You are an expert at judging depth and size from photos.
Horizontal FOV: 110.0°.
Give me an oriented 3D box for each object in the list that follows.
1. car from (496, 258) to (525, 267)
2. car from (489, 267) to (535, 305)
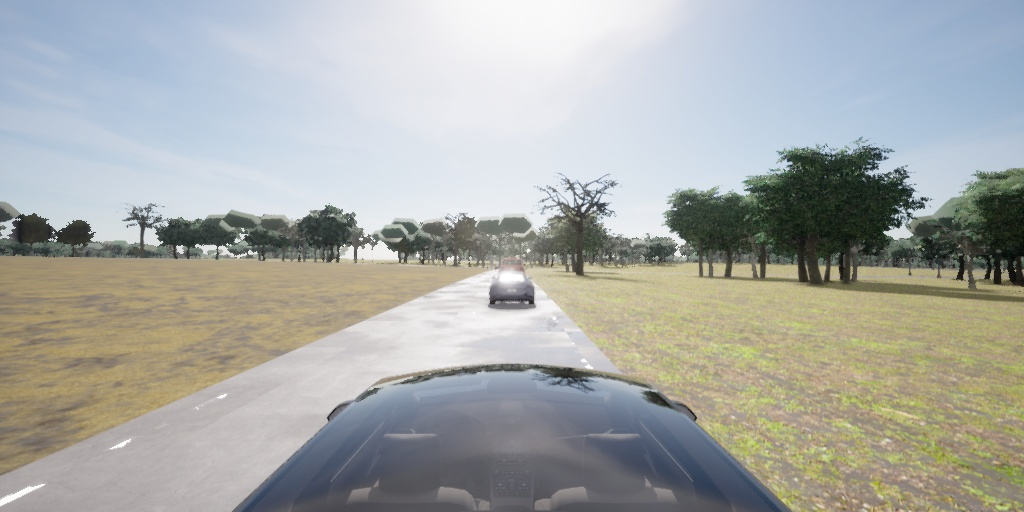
[{"bbox_3d":[0.000,1.232,31.543,2.150,2.045,5.566,0,-1,0],"label":"car"},{"bbox_3d":[0.000,1.382,16.505,1.994,1.385,4.181,0,0,0],"label":"car"}]
